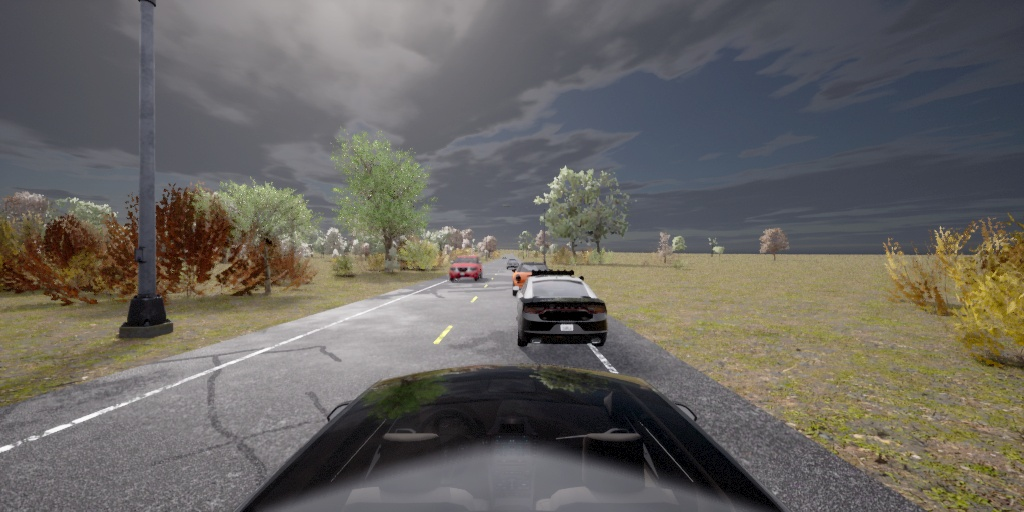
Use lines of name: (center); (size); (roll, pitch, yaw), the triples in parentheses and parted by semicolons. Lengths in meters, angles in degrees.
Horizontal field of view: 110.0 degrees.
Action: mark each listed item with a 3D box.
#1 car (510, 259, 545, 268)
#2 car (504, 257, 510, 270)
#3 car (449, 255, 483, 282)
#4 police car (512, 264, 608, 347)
car: (1.069, 1.095, 19.349); (2.097, 1.767, 4.553); (0, 0, 0)
car: (0.127, 1.246, 52.939); (2.033, 1.411, 5.357); (0, 0, 0)
car: (-3.573, 0.957, 28.715); (2.150, 2.045, 5.566); (0, 0, 0)
police car: (1.059, 1.174, 9.488); (1.930, 1.638, 5.238); (0, 0, 0)
